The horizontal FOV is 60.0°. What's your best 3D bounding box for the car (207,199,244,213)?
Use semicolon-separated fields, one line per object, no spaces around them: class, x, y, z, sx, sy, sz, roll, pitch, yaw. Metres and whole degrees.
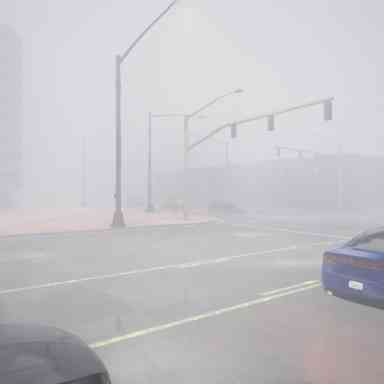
car;3.602;1.491;36.379;2.128;1.511;4.902;0;0;-35

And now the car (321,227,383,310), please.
car;4.890;1.478;7.235;5.008;1.535;1.882;0;0;-35

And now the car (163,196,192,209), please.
car;-1.994;1.352;44.219;2.097;1.767;4.553;0;0;-35

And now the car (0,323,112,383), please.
car;-2.842;1.505;1.727;4.892;1.490;1.837;0;0;-35

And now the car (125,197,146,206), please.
car;-9.271;1.492;54.434;2.128;1.511;4.902;0;0;-36
